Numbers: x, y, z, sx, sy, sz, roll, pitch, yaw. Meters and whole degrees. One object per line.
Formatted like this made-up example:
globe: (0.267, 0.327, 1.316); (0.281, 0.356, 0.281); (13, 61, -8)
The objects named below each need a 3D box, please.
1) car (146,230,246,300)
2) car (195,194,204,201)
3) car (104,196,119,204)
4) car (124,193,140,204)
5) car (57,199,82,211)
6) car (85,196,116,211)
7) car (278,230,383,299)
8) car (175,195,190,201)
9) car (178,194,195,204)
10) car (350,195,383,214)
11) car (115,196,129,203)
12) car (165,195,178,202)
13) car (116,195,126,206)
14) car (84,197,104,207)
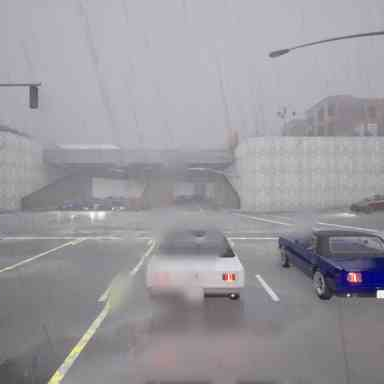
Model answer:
car: (0.084, 1.601, 8.351); (1.895, 1.301, 4.718); (0, 0, 0)
car: (1.433, 1.355, 85.463); (2.097, 1.767, 4.553); (0, 0, 28)
car: (-15.167, 1.525, 62.796); (1.812, 1.442, 4.674); (0, 0, -1)
car: (-11.699, 1.222, 64.823); (2.150, 2.045, 5.566); (0, 0, -1)
car: (-14.636, 1.526, 40.166); (1.812, 1.442, 4.674); (0, 0, -2)
car: (-11.158, 1.491, 40.804); (2.128, 1.511, 4.902); (0, 0, -2)
car: (3.584, 1.601, 8.360); (1.895, 1.301, 4.718); (0, 0, 0)
car: (-2.368, 1.478, 85.429); (1.882, 1.535, 5.008); (0, 0, 24)
car: (-1.060, 1.491, 64.631); (2.128, 1.511, 4.902); (0, 0, -1)
car: (15.822, 0.973, 28.456); (4.181, 1.385, 1.994); (-7, 0, 0)
car: (-15.310, 1.540, 73.383); (2.033, 1.411, 5.357); (0, 0, -1)
car: (-4.725, 1.355, 75.563); (2.097, 1.767, 4.553); (0, 0, 6)
car: (-11.471, 1.548, 53.173); (2.033, 1.411, 5.357); (0, 0, -1)
car: (-14.919, 1.526, 50.848); (1.812, 1.442, 4.674); (0, 0, -1)
